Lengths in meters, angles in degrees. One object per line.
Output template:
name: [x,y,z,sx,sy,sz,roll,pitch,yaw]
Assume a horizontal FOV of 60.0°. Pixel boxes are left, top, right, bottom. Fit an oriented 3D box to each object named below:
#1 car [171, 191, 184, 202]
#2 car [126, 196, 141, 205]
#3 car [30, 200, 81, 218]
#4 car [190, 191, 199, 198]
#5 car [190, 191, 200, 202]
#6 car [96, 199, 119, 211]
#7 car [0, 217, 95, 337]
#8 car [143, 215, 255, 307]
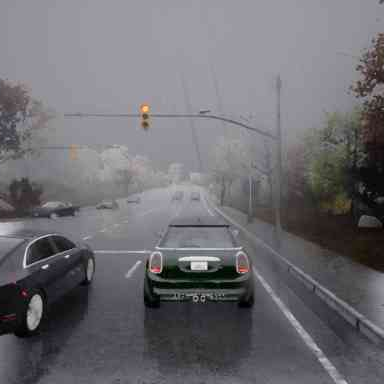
car: [-2.984,1.070,64.608,2.033,1.411,5.357,0,3,1]
car: [-10.120,1.379,58.046,2.033,1.411,5.357,0,2,1]
car: [-11.264,1.478,27.814,1.882,1.535,5.008,1,0,14]
car: [0.609,0.516,75.150,2.033,1.411,5.357,0,3,1]
car: [0.617,1.053,64.893,2.033,1.411,5.357,0,3,1]
car: [-10.292,1.563,40.818,1.994,1.385,4.181,0,0,1]
car: [-3.377,1.505,6.627,1.837,1.490,4.892,0,0,0]
car: [0.143,1.352,8.127,2.097,1.767,4.553,0,0,0]
